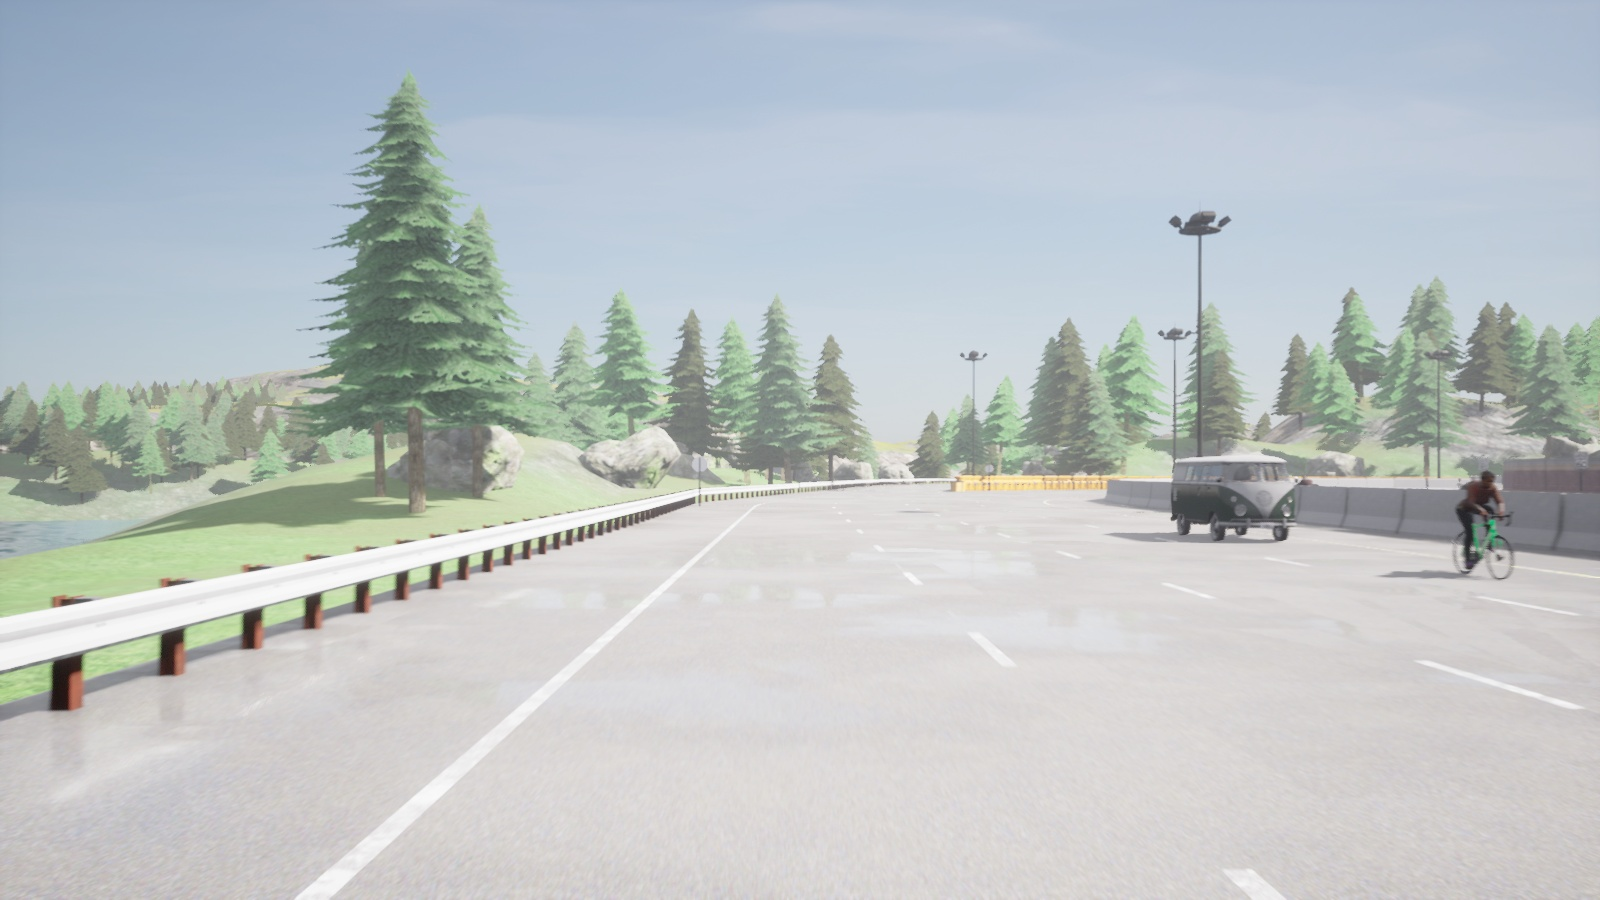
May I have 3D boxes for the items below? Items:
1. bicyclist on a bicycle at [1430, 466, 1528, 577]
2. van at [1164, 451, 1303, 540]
[{"bbox_3d":[10.413,1.063,19.318,0.582,1.620,1.656,0,-1,0],"label":"bicyclist on a bicycle"},{"bbox_3d":[10.361,1.056,30.357,1.775,1.987,4.442,0,-1,0],"label":"van"}]
